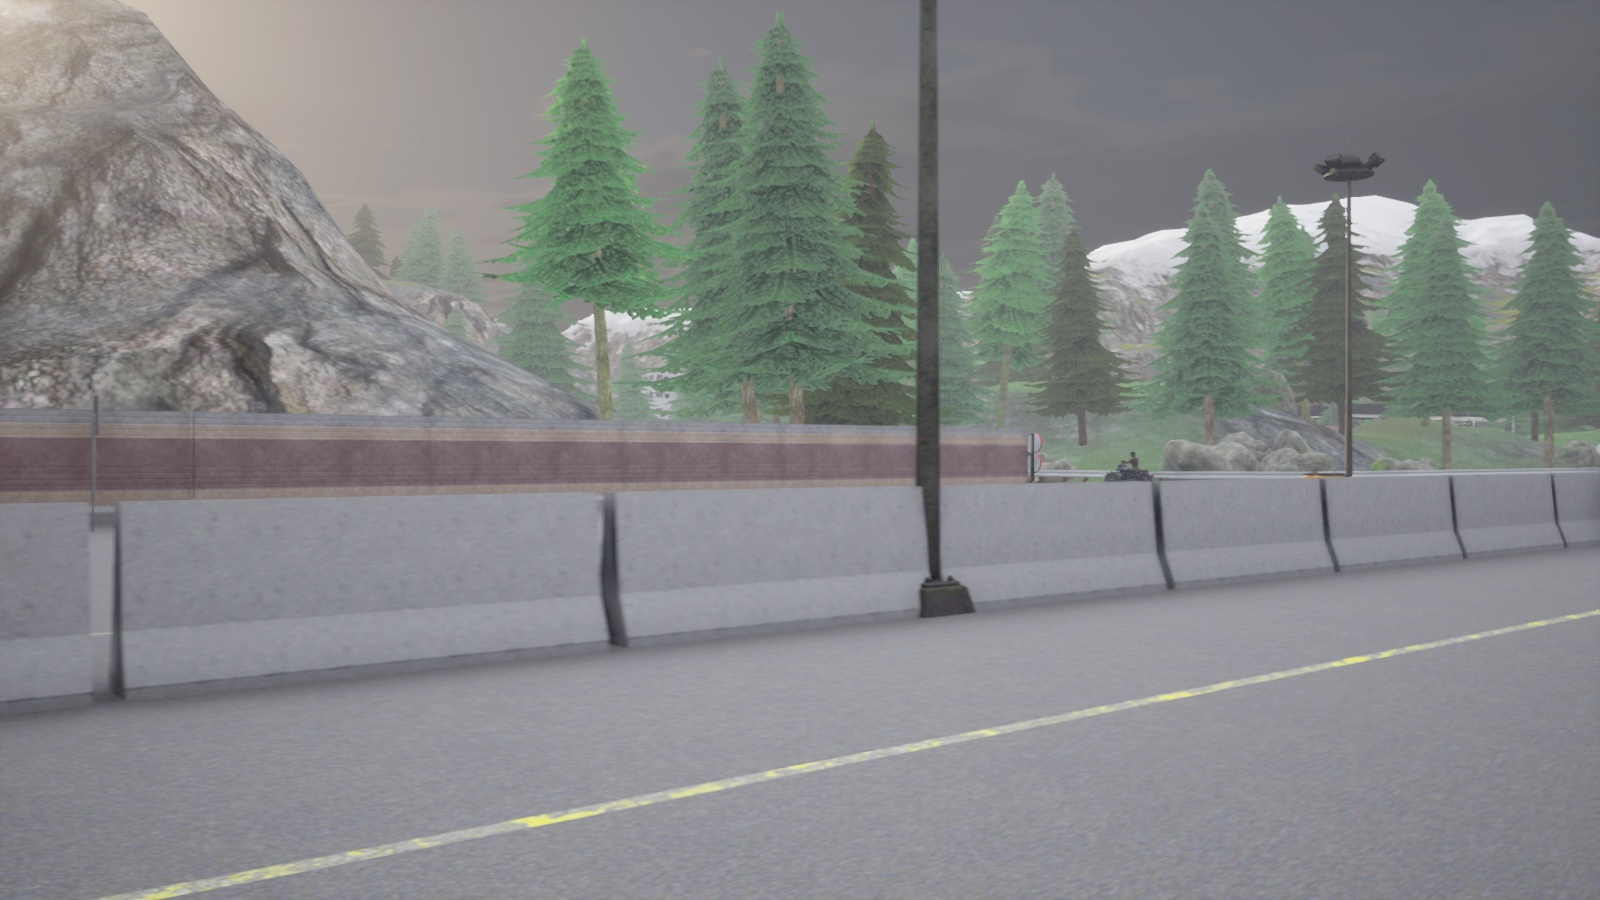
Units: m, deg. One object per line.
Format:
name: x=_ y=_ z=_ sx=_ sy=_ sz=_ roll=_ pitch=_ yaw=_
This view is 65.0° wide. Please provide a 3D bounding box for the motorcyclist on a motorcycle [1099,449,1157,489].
motorcyclist on a motorcycle: x=13.844 y=0.809 z=53.011 sx=0.766 sy=1.649 sz=2.350 roll=0 pitch=0 yaw=-39
